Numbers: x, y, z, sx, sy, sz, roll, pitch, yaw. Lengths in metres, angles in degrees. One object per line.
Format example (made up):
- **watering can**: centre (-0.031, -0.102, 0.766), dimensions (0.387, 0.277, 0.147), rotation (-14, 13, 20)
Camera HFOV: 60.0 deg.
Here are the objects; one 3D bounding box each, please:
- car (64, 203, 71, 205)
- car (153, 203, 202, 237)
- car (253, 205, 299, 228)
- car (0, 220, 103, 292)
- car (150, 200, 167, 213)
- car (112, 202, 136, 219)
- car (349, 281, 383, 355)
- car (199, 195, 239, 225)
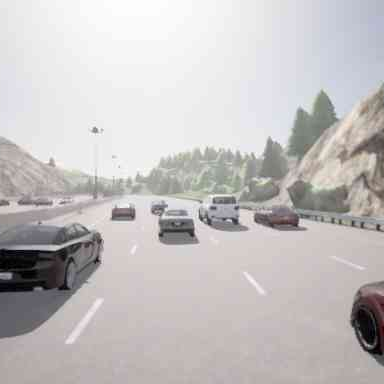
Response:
- **car**: centre (-21.017, 1.570, 56.387), dimensions (1.812, 1.442, 4.674), rotation (0, 0, -9)
- **car**: centre (-0.944, 1.549, 18.221), dimensions (2.033, 1.411, 5.357), rotation (0, 0, -6)
- **car**: centre (5.574, 1.552, 22.480), dimensions (1.994, 1.385, 4.181), rotation (0, 0, -7)
- **car**: centre (-3.759, 1.486, 8.955), dimensions (1.882, 1.535, 5.008), rotation (0, 0, -3)
- **car**: centre (-3.629, 1.555, 37.221), dimensions (2.033, 1.411, 5.357), rotation (0, 0, -9)
- **car**: centre (-6.001, 1.577, 29.546), dimensions (1.994, 1.385, 4.181), rotation (0, 0, -8)
- **car**: centre (3.443, 1.557, 3.438), dimensions (1.994, 1.385, 4.181), rotation (0, 0, -1)
- **car**: centre (1.843, 1.218, 24.279), dimensions (2.150, 2.045, 5.566), rotation (0, 0, -7)
